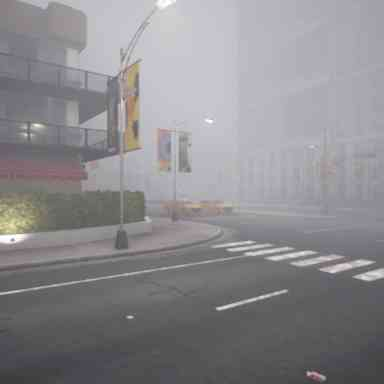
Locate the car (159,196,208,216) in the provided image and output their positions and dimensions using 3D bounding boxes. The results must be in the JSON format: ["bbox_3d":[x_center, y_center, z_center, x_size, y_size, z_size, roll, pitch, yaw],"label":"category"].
[{"bbox_3d":[-0.927,1.478,32.733,1.882,1.535,5.008,0,0,-35],"label":"car"}]

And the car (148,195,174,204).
[{"bbox_3d":[-6.014,1.601,59.356,4.718,1.301,1.895,0,0,42],"label":"car"}]

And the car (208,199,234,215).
[{"bbox_3d":[2.202,1.478,34.370,1.882,1.535,5.008,0,0,-35],"label":"car"}]

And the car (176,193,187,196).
[{"bbox_3d":[-2.400,1.222,62.160,2.150,2.045,5.566,0,0,-20],"label":"car"}]
